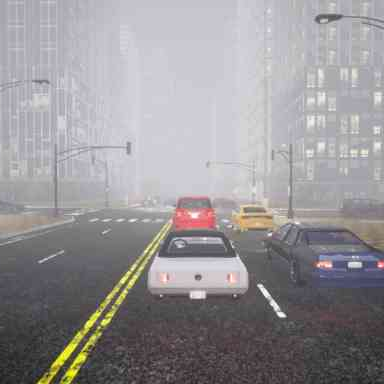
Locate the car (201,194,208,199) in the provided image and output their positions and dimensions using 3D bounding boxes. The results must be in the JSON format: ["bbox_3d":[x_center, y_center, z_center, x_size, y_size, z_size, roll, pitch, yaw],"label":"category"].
[{"bbox_3d":[3.339,1.262,91.981,1.812,1.442,4.674,0,0,0],"label":"car"}]

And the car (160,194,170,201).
[{"bbox_3d":[-6.423,1.279,80.617,2.097,1.767,4.553,0,0,0],"label":"car"}]

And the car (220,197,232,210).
[{"bbox_3d":[3.821,1.427,42.657,1.882,1.535,5.008,-1,0,-21],"label":"car"}]

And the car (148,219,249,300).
[{"bbox_3d":[0.109,1.597,8.329,1.895,1.301,4.718,0,0,0],"label":"car"}]

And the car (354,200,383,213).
[{"bbox_3d":[21.848,1.640,39.043,4.829,1.417,1.752,1,0,1],"label":"car"}]

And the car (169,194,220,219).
[{"bbox_3d":[0.117,1.211,18.088,2.150,2.045,5.566,0,0,0],"label":"car"}]

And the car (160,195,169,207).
[{"bbox_3d":[-3.290,1.526,51.177,1.994,1.385,4.181,0,0,0],"label":"car"}]

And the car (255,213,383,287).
[{"bbox_3d":[3.364,1.543,9.356,2.033,1.411,5.357,0,0,0],"label":"car"}]

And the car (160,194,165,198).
[{"bbox_3d":[-6.495,1.429,60.417,1.882,1.535,5.008,0,0,-1],"label":"car"}]

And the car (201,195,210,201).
[{"bbox_3d":[3.330,1.454,81.564,2.033,1.411,5.357,0,0,0],"label":"car"}]

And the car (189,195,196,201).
[{"bbox_3d":[0.079,1.446,82.183,1.812,1.442,4.674,0,0,0],"label":"car"}]

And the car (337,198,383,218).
[{"bbox_3d":[16.231,1.517,30.762,5.009,1.841,2.192,1,0,1],"label":"car"}]

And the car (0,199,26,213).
[{"bbox_3d":[-19.360,1.406,33.970,4.181,1.385,1.994,1,1,1],"label":"car"}]

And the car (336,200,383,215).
[{"bbox_3d":[18.921,1.679,36.499,5.357,1.411,2.033,0,1,1],"label":"car"}]

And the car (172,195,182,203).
[{"bbox_3d":[-3.182,1.462,71.526,2.128,1.511,4.902,0,0,0],"label":"car"}]

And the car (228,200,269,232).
[{"bbox_3d":[3.372,1.467,19.175,1.882,1.535,5.008,0,0,1],"label":"car"}]

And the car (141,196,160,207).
[{"bbox_3d":[-6.546,1.454,50.743,2.128,1.511,4.902,0,0,0],"label":"car"}]
